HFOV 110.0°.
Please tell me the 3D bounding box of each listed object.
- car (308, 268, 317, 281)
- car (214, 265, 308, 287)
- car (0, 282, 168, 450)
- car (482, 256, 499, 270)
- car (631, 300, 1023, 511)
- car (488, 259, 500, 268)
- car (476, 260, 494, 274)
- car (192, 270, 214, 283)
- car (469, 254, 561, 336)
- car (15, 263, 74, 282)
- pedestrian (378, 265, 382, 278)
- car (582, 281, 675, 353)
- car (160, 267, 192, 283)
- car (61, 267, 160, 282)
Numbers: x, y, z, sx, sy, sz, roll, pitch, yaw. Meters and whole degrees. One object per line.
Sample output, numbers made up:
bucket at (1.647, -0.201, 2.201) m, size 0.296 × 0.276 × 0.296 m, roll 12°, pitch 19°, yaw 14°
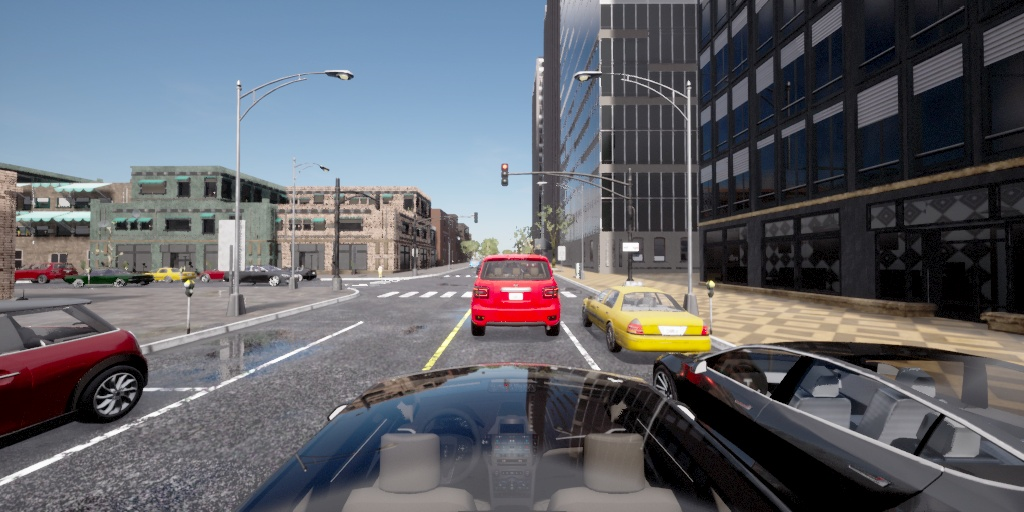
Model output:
car at (-19.473, 1.561, 31.485) m, size 4.313 × 1.339 × 1.948 m, roll 0°, pitch 0°, yaw 1°
car at (-17.885, 1.381, 25.703) m, size 4.902 × 1.511 × 2.128 m, roll -1°, pitch -1°, yaw 2°
car at (-5.692, 1.190, 2.852) m, size 1.967 × 1.591 × 4.097 m, roll 0°, pitch 0°, yaw 0°
car at (-3.186, 0.990, 54.038) m, size 2.150 × 2.045 × 5.566 m, roll 0°, pitch 0°, yaw 1°
car at (2.656, 1.316, 2.815) m, size 1.948 × 1.339 × 4.313 m, roll 0°, pitch 0°, yaw 0°
car at (-3.183, 1.298, 64.398) m, size 1.812 × 1.442 × 4.674 m, roll 0°, pitch 0°, yaw 0°
car at (-3.176, 1.269, 43.559) m, size 1.837 × 1.490 × 4.892 m, roll 0°, pitch 0°, yaw 0°
car at (-25.020, 1.488, 31.545) m, size 4.097 × 1.591 × 1.967 m, roll 0°, pitch 0°, yaw 1°
car at (0.082, 0.975, 10.503) m, size 2.150 × 2.045 × 5.566 m, roll 0°, pitch 0°, yaw 0°
car at (-41.664, 1.522, 31.723) m, size 5.009 × 1.841 × 2.192 m, roll 0°, pitch 0°, yaw 1°
pedestrian at (-12.611, 1.398, 34.365) m, size 0.375 × 1.300 × 0.375 m, roll 0°, pitch 0°, yaw 1°
car at (2.814, 1.277, 8.628) m, size 1.751 × 1.417 × 4.829 m, roll 0°, pitch 0°, yaw 0°
car at (-30.738, 1.627, 31.606) m, size 4.829 × 1.417 × 1.751 m, roll 0°, pitch 0°, yaw 1°
car at (-28.766, 1.594, 25.801) m, size 4.718 × 1.301 × 1.895 m, roll -1°, pitch -1°, yaw 1°
